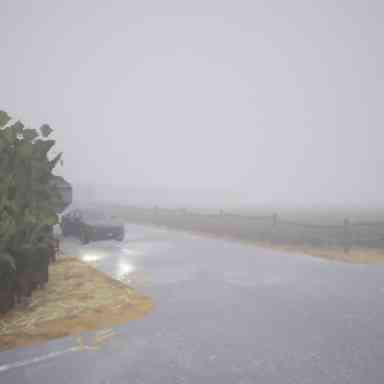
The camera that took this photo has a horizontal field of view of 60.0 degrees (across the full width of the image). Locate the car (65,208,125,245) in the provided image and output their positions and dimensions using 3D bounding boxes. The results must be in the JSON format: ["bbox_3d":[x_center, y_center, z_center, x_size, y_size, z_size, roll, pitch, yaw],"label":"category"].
[{"bbox_3d":[-4.977,1.558,16.420,1.882,1.535,5.008,1,0,-35],"label":"car"}]

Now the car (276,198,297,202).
[{"bbox_3d":[20.683,2.002,72.924,4.553,1.767,2.097,0,0,0],"label":"car"}]

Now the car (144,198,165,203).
[{"bbox_3d":[-5.714,1.710,56.079,5.008,1.535,1.882,1,-1,-35],"label":"car"}]
